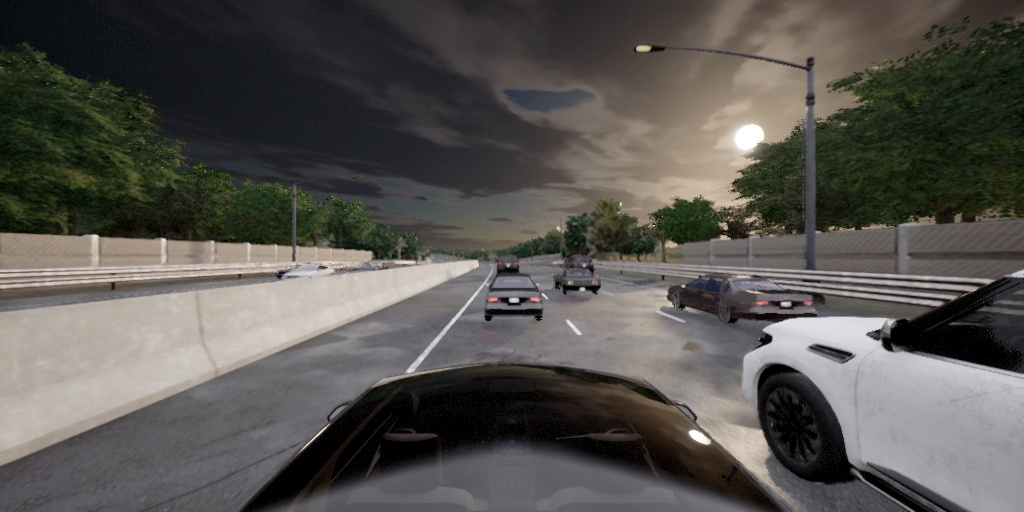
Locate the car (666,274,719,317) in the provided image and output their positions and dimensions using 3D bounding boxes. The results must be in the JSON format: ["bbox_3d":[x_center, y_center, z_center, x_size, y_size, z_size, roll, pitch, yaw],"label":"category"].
[{"bbox_3d":[7.040,1.286,11.762,2.033,1.411,5.357,0,0,-1],"label":"car"}]

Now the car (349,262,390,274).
[{"bbox_3d":[-10.916,1.247,27.680,2.128,1.511,4.902,0,0,-1],"label":"car"}]

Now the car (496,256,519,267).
[{"bbox_3d":[-0.427,0.982,35.696,2.150,2.045,5.566,0,0,-2],"label":"car"}]

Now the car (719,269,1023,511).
[{"bbox_3d":[3.588,0.975,1.508,2.150,2.045,5.566,0,1,0],"label":"car"}]

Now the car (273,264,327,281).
[{"bbox_3d":[-17.987,1.363,30.697,1.895,1.301,4.718,0,0,-1],"label":"car"}]

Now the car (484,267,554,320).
[{"bbox_3d":[0.033,1.289,12.556,2.033,1.411,5.357,0,0,-1],"label":"car"}]

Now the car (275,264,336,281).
[{"bbox_3d":[-14.376,1.281,25.690,1.812,1.442,4.674,0,0,-1],"label":"car"}]

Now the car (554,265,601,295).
[{"bbox_3d":[3.435,1.345,19.856,1.895,1.301,4.718,0,0,-1],"label":"car"}]

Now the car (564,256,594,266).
[{"bbox_3d":[6.575,0.977,35.708,2.150,2.045,5.566,0,0,-2],"label":"car"}]
